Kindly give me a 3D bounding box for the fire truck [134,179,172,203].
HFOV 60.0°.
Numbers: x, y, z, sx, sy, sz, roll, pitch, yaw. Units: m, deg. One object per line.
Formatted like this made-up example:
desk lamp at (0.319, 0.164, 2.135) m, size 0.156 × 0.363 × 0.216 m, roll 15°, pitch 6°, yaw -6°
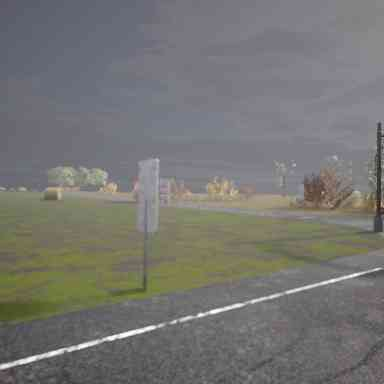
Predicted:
fire truck at (-6.458, -0.192, 53.849) m, size 2.891 × 3.827 × 8.468 m, roll 2°, pitch 0°, yaw -32°
